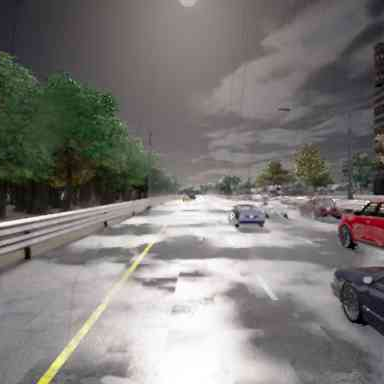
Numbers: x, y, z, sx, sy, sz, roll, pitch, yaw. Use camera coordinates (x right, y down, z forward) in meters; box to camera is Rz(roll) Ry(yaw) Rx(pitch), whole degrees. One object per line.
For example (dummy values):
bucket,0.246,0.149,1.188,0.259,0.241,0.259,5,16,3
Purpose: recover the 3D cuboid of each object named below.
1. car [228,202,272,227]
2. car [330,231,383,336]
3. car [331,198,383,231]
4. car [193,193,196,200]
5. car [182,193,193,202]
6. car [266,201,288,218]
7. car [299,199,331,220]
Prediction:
car,3.589,1.532,22.513,2.033,1.411,5.357,0,0,0
car,3.597,1.548,4.044,2.033,1.411,5.357,0,0,0
car,7.094,1.220,11.345,2.150,2.045,5.566,0,0,0
car,-0.039,1.203,94.482,2.150,2.045,5.566,0,-1,0
car,-1.257,1.418,75.948,1.801,1.575,5.366,0,0,0
car,7.085,1.497,29.351,1.812,1.442,4.674,0,0,0
car,10.586,1.326,27.928,2.097,1.767,4.553,0,0,0
